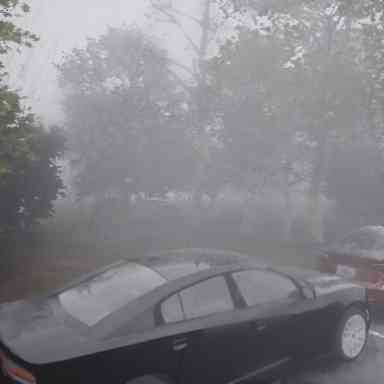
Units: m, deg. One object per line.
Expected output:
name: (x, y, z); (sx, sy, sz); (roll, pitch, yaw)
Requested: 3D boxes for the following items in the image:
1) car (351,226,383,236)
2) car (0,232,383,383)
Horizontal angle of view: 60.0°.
car: (4.840, 1.512, 7.501); (4.792, 1.488, 2.163); (0, 0, -33)
car: (0.276, 1.481, 4.243); (5.008, 1.535, 2.097); (-1, 1, -33)
